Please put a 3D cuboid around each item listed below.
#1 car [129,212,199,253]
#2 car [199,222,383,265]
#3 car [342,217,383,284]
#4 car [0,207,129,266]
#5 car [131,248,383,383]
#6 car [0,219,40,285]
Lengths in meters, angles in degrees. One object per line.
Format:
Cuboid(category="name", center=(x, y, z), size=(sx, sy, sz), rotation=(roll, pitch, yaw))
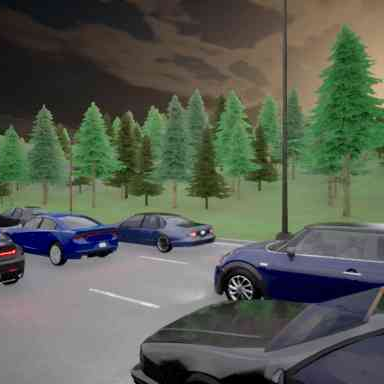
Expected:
Cuboid(category="car", center=(-1.639, 1.547, 13.740), size=(5.357, 1.411, 2.033), rotation=(0, 0, 35))
Cuboid(category="car", center=(2.657, 1.352, 6.360), size=(4.553, 1.767, 2.097), rotation=(0, 0, 36))
Cuboid(category="car", center=(6.431, 1.505, 7.976), size=(4.892, 1.490, 1.837), rotation=(0, 0, 36))
Cuboid(category="car", center=(-4.765, 1.478, 11.670), size=(5.008, 1.535, 1.882), rotation=(0, 0, 35))
Cuboid(category="car", center=(1.982, 1.547, 2.524), size=(5.357, 1.411, 2.033), rotation=(0, 0, 36))
Cuboid(category="car", center=(-6.053, 1.505, 8.270), size=(4.892, 1.490, 1.837), rotation=(0, 0, 36))
